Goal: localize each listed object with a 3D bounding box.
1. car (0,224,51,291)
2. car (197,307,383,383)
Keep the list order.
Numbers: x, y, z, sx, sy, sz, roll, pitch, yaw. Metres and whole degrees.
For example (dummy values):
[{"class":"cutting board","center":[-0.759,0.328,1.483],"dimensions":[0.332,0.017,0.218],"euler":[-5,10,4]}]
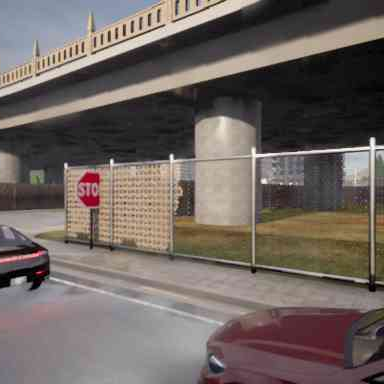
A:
[{"class":"car","center":[-5.276,1.479,7.750],"dimensions":[4.902,1.511,2.128],"euler":[0,0,35]},{"class":"car","center":[2.229,1.526,2.398],"dimensions":[4.674,1.442,1.812],"euler":[0,0,35]}]
